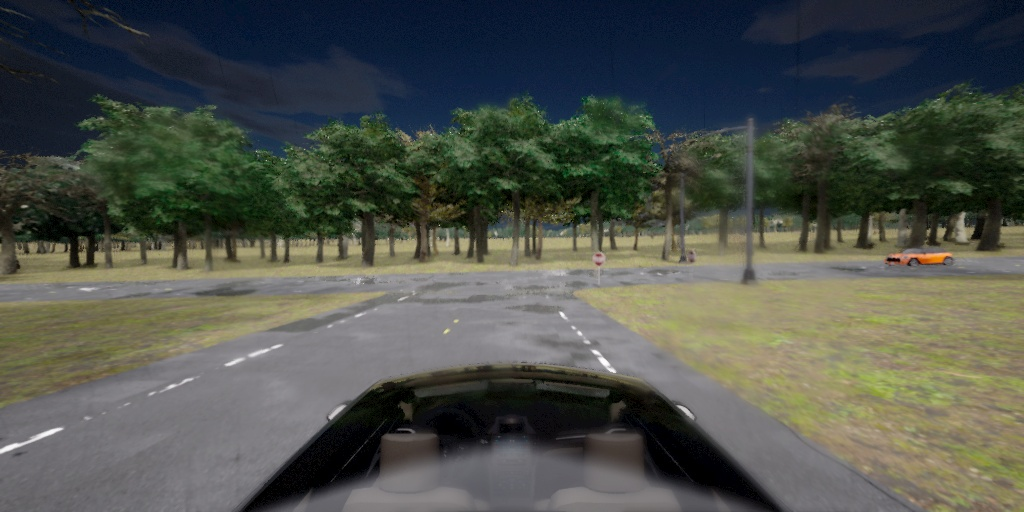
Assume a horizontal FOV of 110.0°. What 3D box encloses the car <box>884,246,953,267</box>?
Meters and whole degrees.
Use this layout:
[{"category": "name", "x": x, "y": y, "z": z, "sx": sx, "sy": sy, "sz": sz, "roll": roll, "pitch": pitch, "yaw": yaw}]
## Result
[{"category": "car", "x": 36.490, "y": 0.015, "z": 32.277, "sx": 4.553, "sy": 1.767, "sz": 2.097, "roll": -2, "pitch": 3, "yaw": 0}]
